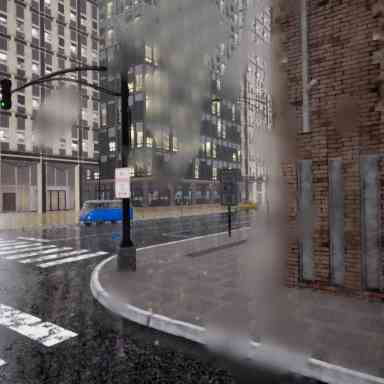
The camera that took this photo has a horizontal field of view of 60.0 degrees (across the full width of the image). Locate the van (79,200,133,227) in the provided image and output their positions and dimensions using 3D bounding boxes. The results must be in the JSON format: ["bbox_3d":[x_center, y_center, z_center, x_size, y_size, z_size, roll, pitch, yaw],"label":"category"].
[{"bbox_3d":[-5.987,1.460,23.469,1.690,1.788,3.998,-2,-1,36],"label":"van"}]

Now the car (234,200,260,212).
[{"bbox_3d":[6.848,1.689,41.378,1.752,1.417,4.829,-2,-1,36],"label":"car"}]
